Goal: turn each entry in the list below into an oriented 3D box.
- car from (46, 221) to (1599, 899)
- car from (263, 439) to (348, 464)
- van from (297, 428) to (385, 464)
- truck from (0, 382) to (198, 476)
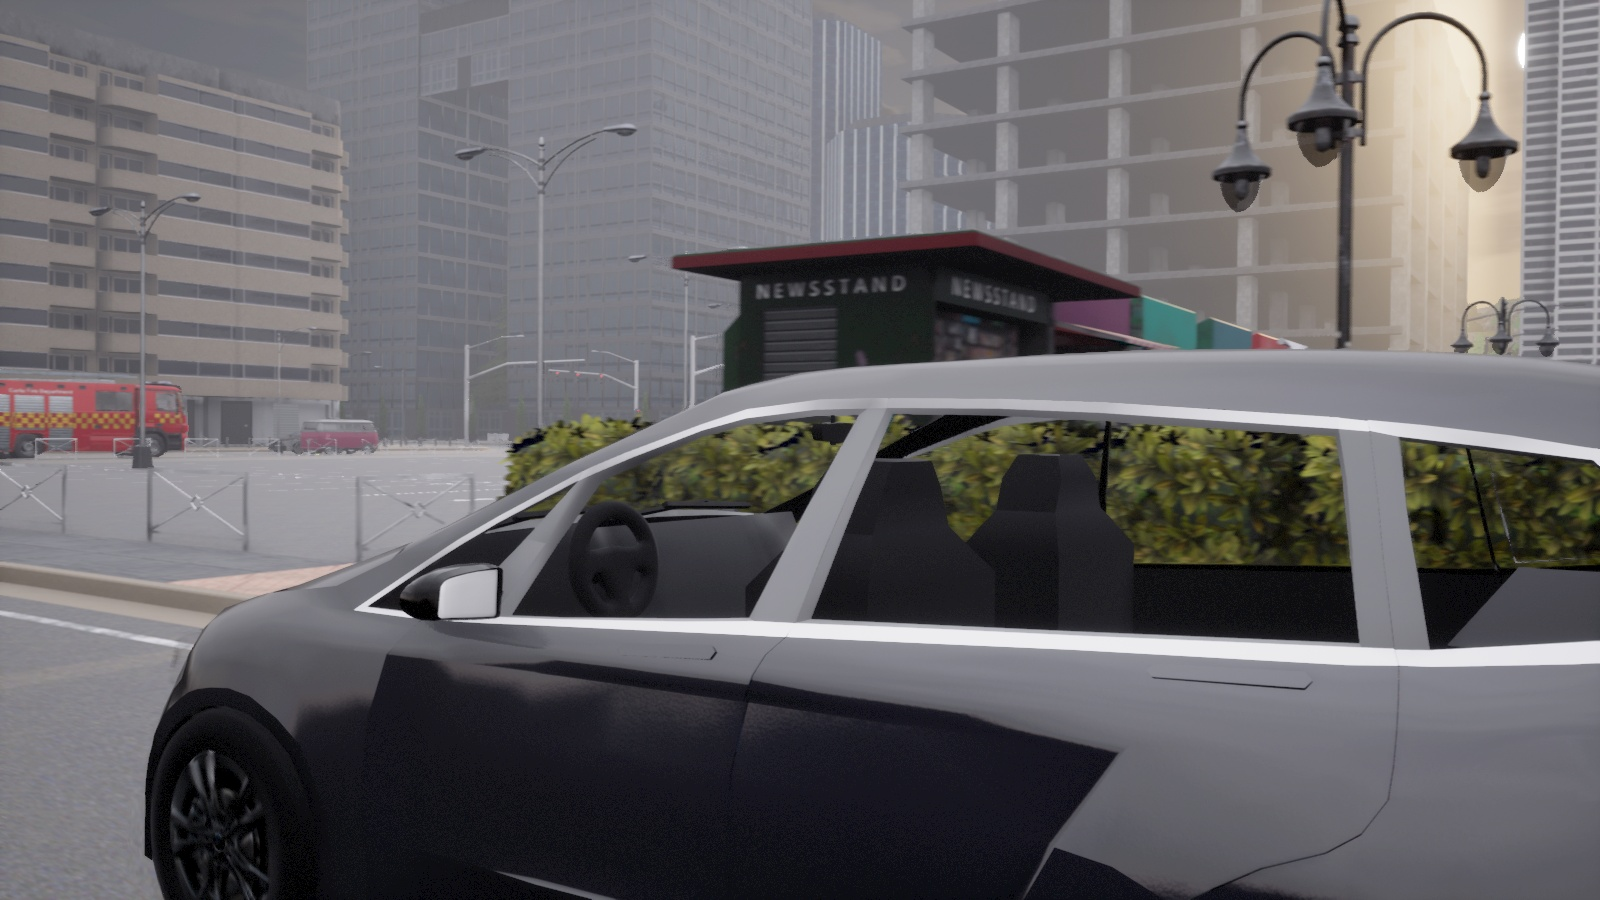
[{"bbox_3d":[0.290,0.526,3.428,4.611,1.667,2.242,0,1,34],"label":"car"},{"bbox_3d":[-28.573,0.062,72.661,1.994,1.385,4.181,0,1,32],"label":"car"},{"bbox_3d":[-25.753,-0.246,70.568,1.775,1.987,4.442,0,1,32],"label":"van"},{"bbox_3d":[-31.328,-0.901,55.033,2.891,3.827,8.468,0,1,38],"label":"truck"}]
